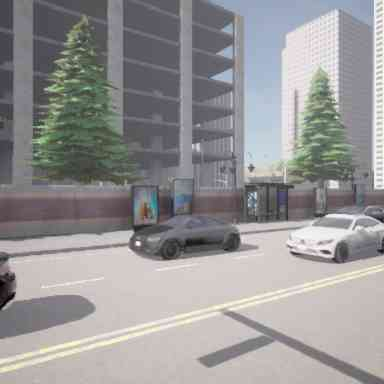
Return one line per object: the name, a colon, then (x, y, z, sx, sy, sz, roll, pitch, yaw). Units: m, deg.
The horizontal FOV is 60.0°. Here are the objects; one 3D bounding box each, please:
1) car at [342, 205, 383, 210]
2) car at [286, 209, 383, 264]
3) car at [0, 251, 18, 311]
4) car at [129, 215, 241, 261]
car: (9.533, 1.492, 19.053, 4.902, 1.511, 2.128, 0, 0, -35)
car: (5.440, 1.525, 11.973, 4.674, 1.442, 1.812, 0, 0, -35)
car: (-5.182, 1.491, 4.604, 4.902, 1.511, 2.128, 0, 0, -35)
car: (-0.177, 1.564, 12.361, 4.181, 1.385, 1.994, 0, 0, -35)
